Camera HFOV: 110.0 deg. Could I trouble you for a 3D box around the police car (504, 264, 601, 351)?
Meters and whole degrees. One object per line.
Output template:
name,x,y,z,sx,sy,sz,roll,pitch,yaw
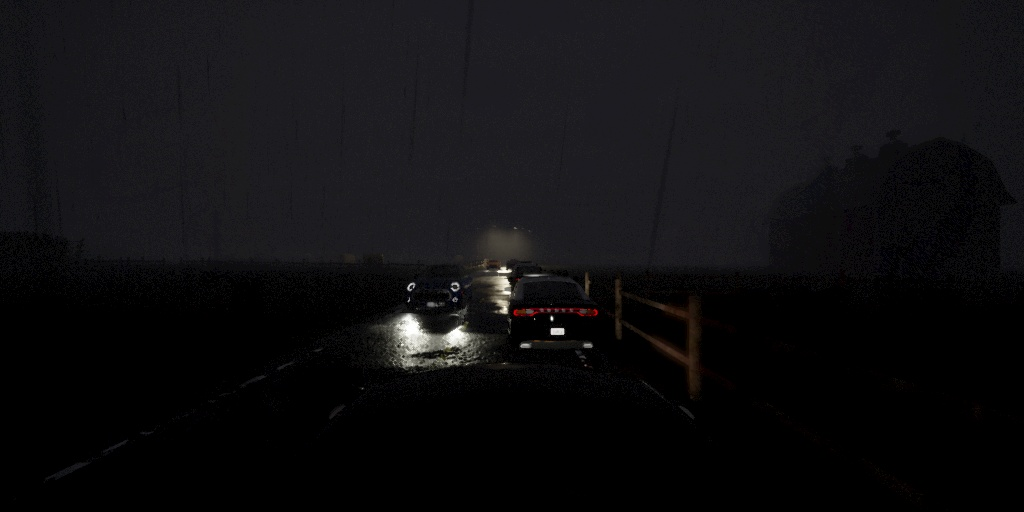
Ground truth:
police car,0.838,1.174,9.140,1.930,1.638,5.238,0,0,0

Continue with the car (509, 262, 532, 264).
car,0.862,1.253,19.030,1.837,1.490,4.892,0,0,0

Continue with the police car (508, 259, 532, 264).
police car,0.878,1.173,25.140,1.930,1.638,5.238,0,0,0

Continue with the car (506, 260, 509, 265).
car,0.171,1.220,49.512,1.882,1.535,5.008,0,0,0

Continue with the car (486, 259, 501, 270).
car,-2.632,1.220,51.337,1.882,1.535,5.008,0,0,0

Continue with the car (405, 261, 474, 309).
car,-2.822,1.101,14.735,2.097,1.767,4.553,0,0,0
